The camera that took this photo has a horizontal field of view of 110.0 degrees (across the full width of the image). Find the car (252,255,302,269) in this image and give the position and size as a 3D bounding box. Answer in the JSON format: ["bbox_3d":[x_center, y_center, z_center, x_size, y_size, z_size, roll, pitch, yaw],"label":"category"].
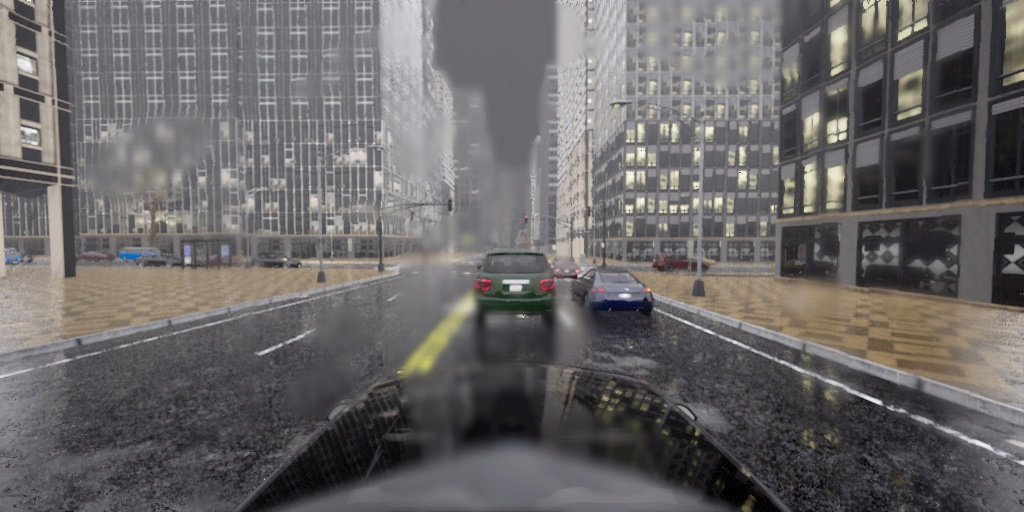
[{"bbox_3d":[-22.848,0.574,34.884,4.313,1.339,1.948,0,0,1],"label":"car"}]

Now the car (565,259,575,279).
[{"bbox_3d":[3.276,0.888,23.622,2.033,1.411,5.357,0,1,0],"label":"car"}]

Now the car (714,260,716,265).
[{"bbox_3d":[21.660,0.643,42.802,4.829,1.417,1.751,0,0,1],"label":"car"}]

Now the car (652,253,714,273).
[{"bbox_3d":[16.079,0.669,34.500,5.009,1.841,2.192,0,0,1],"label":"car"}]

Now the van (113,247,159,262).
[{"bbox_3d":[-45.435,-0.152,43.764,3.998,1.789,1.690,0,0,1],"label":"van"}]

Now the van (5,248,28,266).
[{"bbox_3d":[-51.259,0.081,35.484,3.998,1.789,1.690,0,0,1],"label":"van"}]

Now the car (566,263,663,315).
[{"bbox_3d":[3.312,1.111,12.541,1.994,1.385,4.181,0,1,0],"label":"car"}]

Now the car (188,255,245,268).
[{"bbox_3d":[-28.532,0.537,34.997,4.207,1.307,1.802,0,0,1],"label":"car"}]

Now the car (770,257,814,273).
[{"bbox_3d":[27.528,0.980,34.346,4.829,1.417,1.751,0,0,1],"label":"car"}]

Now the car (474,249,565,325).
[{"bbox_3d":[0.072,0.797,11.193,2.150,2.045,5.566,0,1,-1],"label":"car"}]

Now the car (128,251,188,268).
[{"bbox_3d":[-34.213,0.467,35.149,4.313,1.339,1.948,0,0,1],"label":"car"}]
